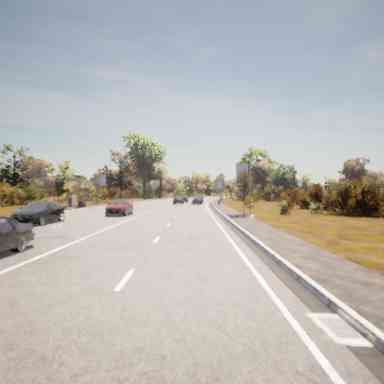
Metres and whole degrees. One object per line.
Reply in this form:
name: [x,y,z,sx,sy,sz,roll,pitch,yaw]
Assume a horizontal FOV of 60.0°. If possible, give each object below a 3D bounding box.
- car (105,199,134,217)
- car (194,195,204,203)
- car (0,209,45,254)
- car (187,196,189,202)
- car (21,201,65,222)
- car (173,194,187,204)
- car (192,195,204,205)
car: [-6.795,1.446,31.558,1.882,1.535,5.008,1,0,1]
car: [1.560,1.481,73.152,1.837,1.490,4.892,1,0,4]
car: [-7.040,1.485,10.698,2.033,1.411,5.357,1,0,0]
car: [-1.931,1.299,73.369,2.097,1.767,4.553,1,0,4]
car: [-10.430,1.395,22.890,1.882,1.535,5.008,1,0,1]
car: [-2.517,1.558,63.057,1.837,1.490,4.892,1,0,3]
car: [0.980,1.617,62.929,1.812,1.442,4.674,1,0,3]
